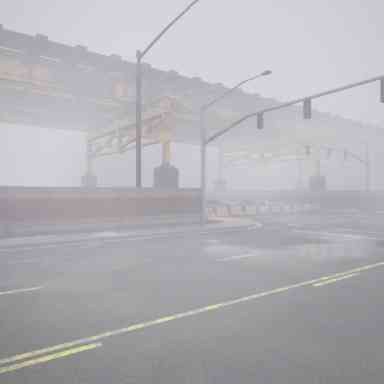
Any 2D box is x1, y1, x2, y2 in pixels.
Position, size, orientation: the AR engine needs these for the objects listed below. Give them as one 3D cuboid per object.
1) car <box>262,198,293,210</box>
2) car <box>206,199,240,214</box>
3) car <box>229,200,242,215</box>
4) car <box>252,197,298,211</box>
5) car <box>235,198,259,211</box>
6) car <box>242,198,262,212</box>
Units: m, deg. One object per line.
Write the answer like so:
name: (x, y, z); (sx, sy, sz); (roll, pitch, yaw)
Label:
car: (9.944, 1.295, 40.145); (4.536, 1.218, 1.853); (0, 0, -7)
car: (2.288, 1.295, 33.715); (4.536, 1.218, 1.853); (0, 0, 8)
car: (2.339, 1.453, 33.708); (4.974, 1.542, 2.038); (0, 0, 8)
car: (9.995, 1.453, 40.152); (4.974, 1.542, 2.038); (0, 0, -7)
car: (6.100, 1.295, 36.442); (1.853, 1.218, 4.536); (0, 0, 18)
car: (6.084, 1.453, 36.393); (2.038, 1.542, 4.974); (0, 0, 18)
